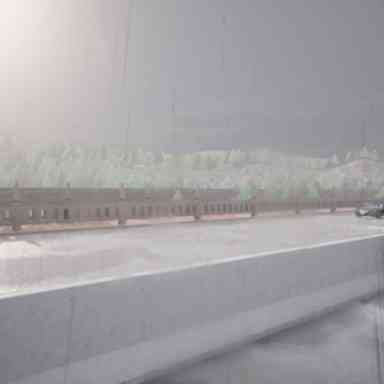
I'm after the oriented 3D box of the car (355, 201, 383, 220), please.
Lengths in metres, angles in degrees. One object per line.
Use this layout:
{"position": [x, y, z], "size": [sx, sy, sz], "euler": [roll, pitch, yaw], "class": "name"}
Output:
{"position": [16.157, 1.530, 29.166], "size": [4.902, 1.511, 2.128], "euler": [0, 0, -37], "class": "car"}
